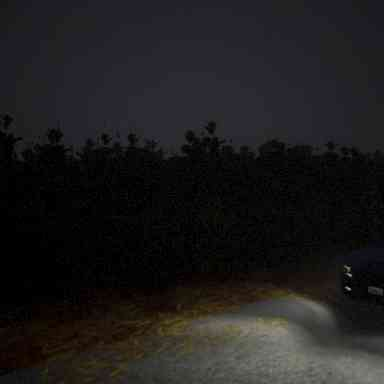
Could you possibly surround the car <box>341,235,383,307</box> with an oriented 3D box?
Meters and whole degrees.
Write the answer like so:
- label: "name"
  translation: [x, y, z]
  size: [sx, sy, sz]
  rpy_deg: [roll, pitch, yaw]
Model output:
- label: "car"
  translation: [5.257, 1.449, 7.339]
  size: [5.008, 1.535, 1.882]
  rpy_deg: [-1, 0, -36]
